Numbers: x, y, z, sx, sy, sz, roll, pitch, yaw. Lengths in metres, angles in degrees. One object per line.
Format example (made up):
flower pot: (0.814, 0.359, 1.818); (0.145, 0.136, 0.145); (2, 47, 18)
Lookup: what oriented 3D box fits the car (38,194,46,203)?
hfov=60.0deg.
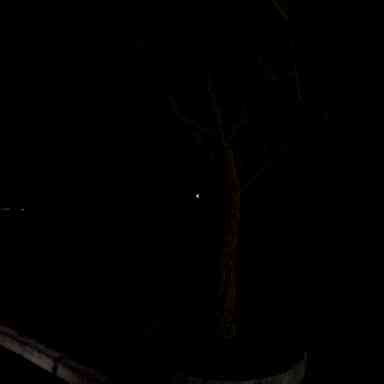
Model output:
car: (-19.538, 1.052, 41.474); (2.097, 1.767, 4.553); (1, 0, 32)
